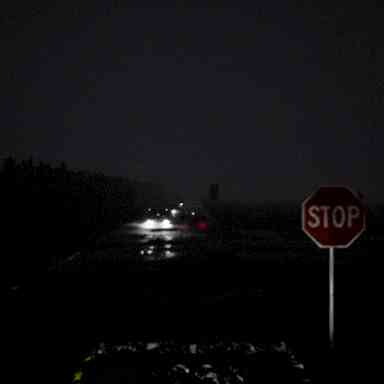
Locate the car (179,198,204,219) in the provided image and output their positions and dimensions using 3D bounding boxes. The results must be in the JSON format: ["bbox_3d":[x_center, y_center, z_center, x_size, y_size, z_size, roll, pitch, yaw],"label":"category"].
[{"bbox_3d":[0.094,1.519,29.116,1.812,1.442,4.674,0,0,0],"label":"car"}]

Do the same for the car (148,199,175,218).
[{"bbox_3d":[-2.856,1.594,30.222,1.895,1.301,4.718,0,0,0],"label":"car"}]

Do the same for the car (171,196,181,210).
[{"bbox_3d":[-2.857,1.548,42.464,1.994,1.385,4.181,0,0,0],"label":"car"}]

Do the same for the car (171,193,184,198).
[{"bbox_3d":[-2.775,1.194,64.293,2.150,2.045,5.566,0,0,0],"label":"car"}]
